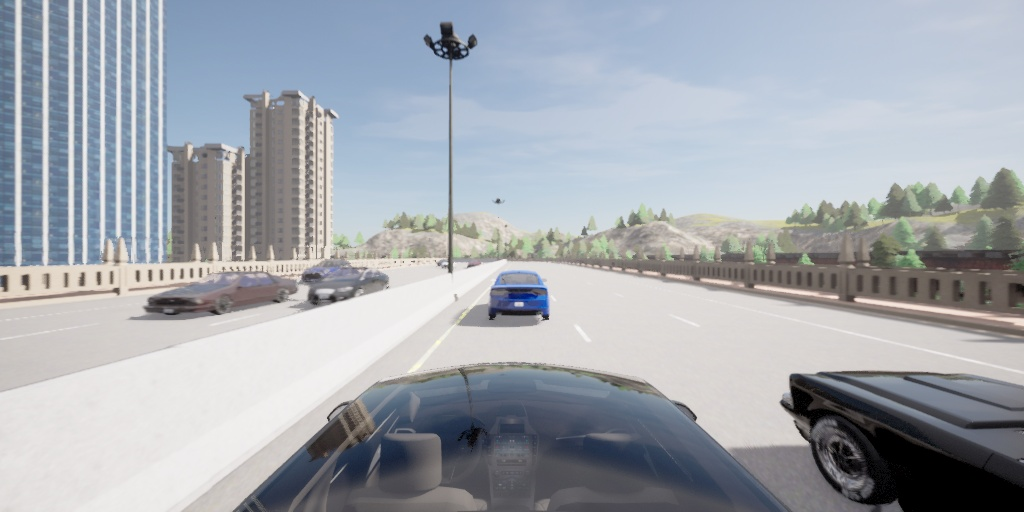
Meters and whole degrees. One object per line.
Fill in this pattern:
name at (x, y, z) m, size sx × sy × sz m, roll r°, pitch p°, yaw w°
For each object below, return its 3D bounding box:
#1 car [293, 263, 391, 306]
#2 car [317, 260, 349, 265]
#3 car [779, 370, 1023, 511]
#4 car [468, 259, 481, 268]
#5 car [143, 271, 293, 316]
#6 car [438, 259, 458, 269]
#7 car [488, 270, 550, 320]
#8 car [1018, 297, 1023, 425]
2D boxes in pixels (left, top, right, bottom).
car at (-6.918, 1.238, 15.715) m, size 2.128 × 1.511 × 4.902 m, roll 0°, pitch 0°, yaw 1°
car at (-13.718, 1.095, 27.060) m, size 2.097 × 1.767 × 4.553 m, roll 0°, pitch 0°, yaw 1°
car at (3.616, 1.353, 1.438) m, size 1.895 × 1.301 × 4.718 m, roll 0°, pitch 0°, yaw 0°
car at (-6.105, 1.282, 59.018) m, size 1.812 × 1.442 × 4.674 m, roll 0°, pitch 0°, yaw 2°
car at (-10.457, 1.291, 13.617) m, size 2.033 × 1.411 × 5.357 m, roll 0°, pitch 0°, yaw 1°
car at (-9.678, 1.277, 55.361) m, size 1.812 × 1.442 × 4.674 m, roll 0°, pitch 0°, yaw 1°
car at (0.240, 1.229, 12.716) m, size 1.882 × 1.535 × 5.008 m, roll 0°, pitch 0°, yaw 1°
car at (7.121, 1.247, 1.843) m, size 2.128 × 1.511 × 4.902 m, roll 0°, pitch 0°, yaw 0°
